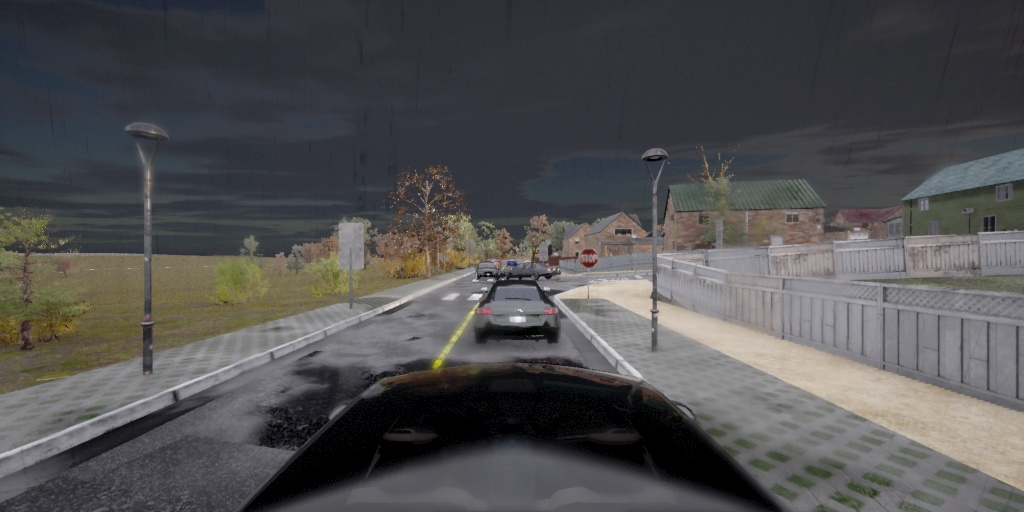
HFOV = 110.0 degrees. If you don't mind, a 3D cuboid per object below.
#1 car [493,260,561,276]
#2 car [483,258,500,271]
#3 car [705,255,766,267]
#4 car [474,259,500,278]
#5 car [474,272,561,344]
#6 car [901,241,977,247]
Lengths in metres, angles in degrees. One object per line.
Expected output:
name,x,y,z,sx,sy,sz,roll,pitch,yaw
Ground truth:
car,1.332,1.198,28.621,5.357,1.411,2.033,-4,-3,43
car,-2.855,1.121,51.350,2.097,1.767,4.553,0,0,1
car,14.384,0.413,22.999,4.181,1.385,1.994,-3,0,16
car,-2.256,1.258,31.532,1.837,1.490,4.892,0,0,-8
car,0.101,1.313,9.606,1.994,1.385,4.181,0,0,-1
car,23.885,-0.208,20.579,4.902,1.511,2.128,-3,0,14
